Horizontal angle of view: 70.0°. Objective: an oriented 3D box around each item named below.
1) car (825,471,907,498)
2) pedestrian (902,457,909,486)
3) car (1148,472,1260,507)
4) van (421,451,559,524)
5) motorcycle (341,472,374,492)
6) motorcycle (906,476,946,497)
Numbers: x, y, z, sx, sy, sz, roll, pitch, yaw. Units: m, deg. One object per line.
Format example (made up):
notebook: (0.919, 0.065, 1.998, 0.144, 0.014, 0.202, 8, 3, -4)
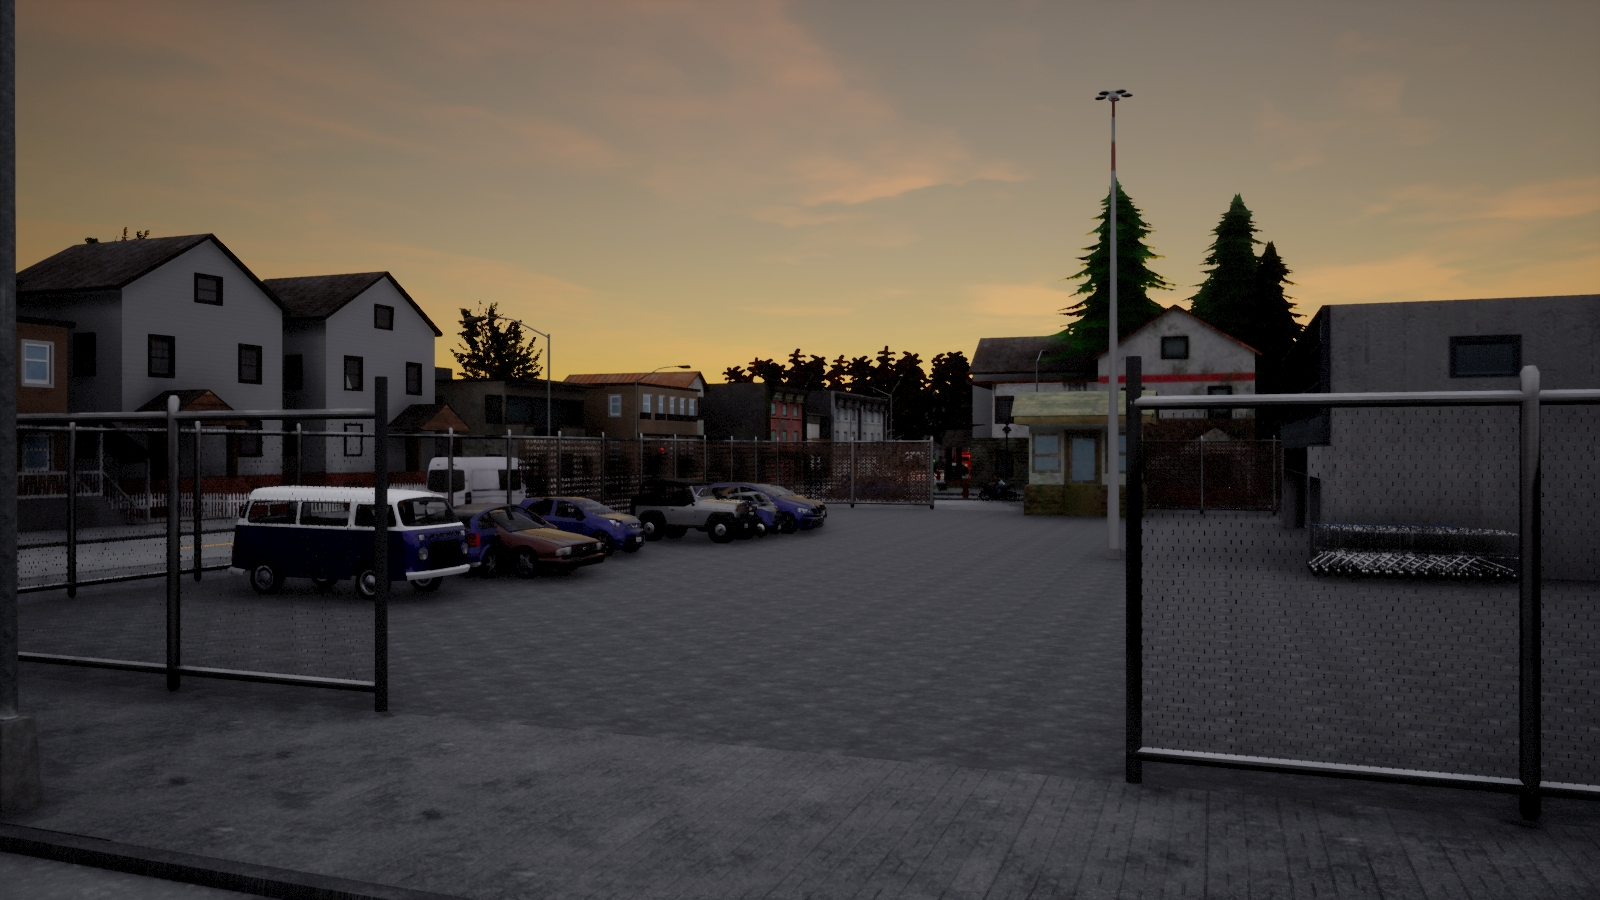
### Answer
car: (3.699, 1.901, 63.745, 4.181, 1.385, 1.994, 0, 0, 20)
pedestrian: (6.934, 1.403, 75.193, 0.375, 1.860, 0.375, 0, 0, -15)
car: (19.031, 1.840, 53.892, 4.892, 1.480, 2.231, 0, 0, 20)
van: (-11.617, 1.319, 43.359, 1.988, 2.561, 5.915, 0, 0, 20)
motorcycle: (-27.335, 1.970, 70.601, 1.805, 1.236, 0.856, -1, 0, 19)
motorcycle: (6.906, 1.995, 62.594, 2.033, 1.145, 0.803, 0, 0, 20)
